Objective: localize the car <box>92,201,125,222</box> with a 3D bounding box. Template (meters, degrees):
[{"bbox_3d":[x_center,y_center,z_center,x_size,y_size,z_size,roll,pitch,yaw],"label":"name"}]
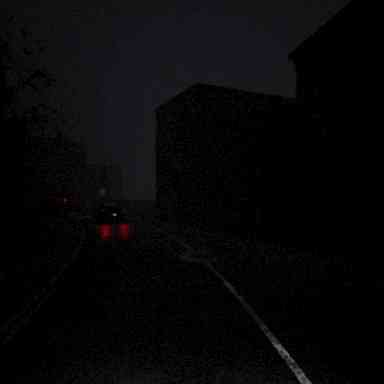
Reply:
[{"bbox_3d":[-6.390,1.394,25.319,1.812,1.442,4.674,0,0,-25],"label":"car"}]

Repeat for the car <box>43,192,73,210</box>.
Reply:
[{"bbox_3d":[-16.110,1.035,39.929,2.150,2.045,5.566,0,0,-39],"label":"car"}]
